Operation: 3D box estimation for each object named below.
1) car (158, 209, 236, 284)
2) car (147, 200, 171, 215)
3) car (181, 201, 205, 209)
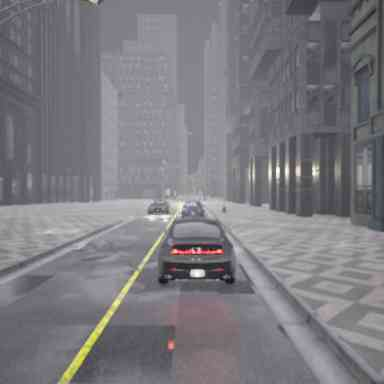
[{"bbox_3d":[0.101,1.463,9.463,1.837,1.490,4.892,0,0,0],"label":"car"},{"bbox_3d":[-3.109,1.464,32.135,1.994,1.385,4.181,0,0,0],"label":"car"},{"bbox_3d":[0.089,1.428,27.309,1.812,1.442,4.674,0,0,0],"label":"car"}]
